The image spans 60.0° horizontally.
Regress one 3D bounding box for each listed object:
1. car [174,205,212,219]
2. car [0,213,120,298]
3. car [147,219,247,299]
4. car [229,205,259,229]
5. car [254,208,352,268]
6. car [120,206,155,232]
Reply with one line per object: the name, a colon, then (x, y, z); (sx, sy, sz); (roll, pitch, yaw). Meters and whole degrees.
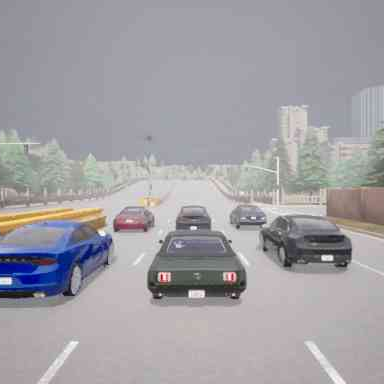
car: (0.072, 1.505, 18.625); (1.837, 1.490, 4.892); (0, 0, 0)
car: (-3.413, 1.478, 8.546); (1.882, 1.535, 5.008); (0, 0, 0)
car: (0.089, 1.601, 8.388); (1.895, 1.301, 4.718); (0, 0, 0)
car: (3.578, 1.547, 21.679); (2.033, 1.411, 5.357); (0, 0, 1)
car: (3.582, 1.504, 11.218); (1.837, 1.490, 4.892); (0, 0, 0)
car: (-3.430, 1.564, 20.223); (1.994, 1.385, 4.181); (0, 0, 0)
